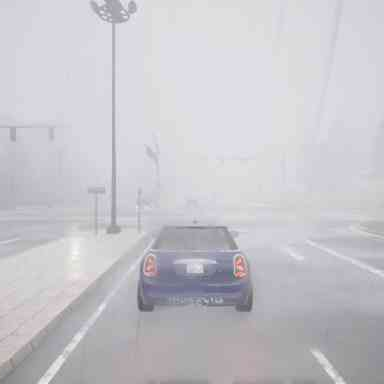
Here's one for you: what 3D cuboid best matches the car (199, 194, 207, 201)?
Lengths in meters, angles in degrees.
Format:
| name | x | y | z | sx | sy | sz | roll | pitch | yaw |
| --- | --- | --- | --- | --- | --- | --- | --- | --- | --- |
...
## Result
| name | x | y | z | sx | sy | sz | roll | pitch | yaw |
| --- | --- | --- | --- | --- | --- | --- | --- | --- | --- |
| car | 2.836 | 1.513 | 85.274 | 1.812 | 1.442 | 4.674 | 0 | 0 | -1 |

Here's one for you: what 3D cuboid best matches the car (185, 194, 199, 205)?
| name | x | y | z | sx | sy | sz | roll | pitch | yaw |
| --- | --- | --- | --- | --- | --- | --- | --- | --- | --- |
| car | -0.171 | 1.526 | 54.711 | 1.812 | 1.442 | 4.674 | 0 | 0 | -1 |

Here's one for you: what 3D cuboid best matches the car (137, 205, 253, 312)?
| name | x | y | z | sx | sy | sz | roll | pitch | yaw |
| --- | --- | --- | --- | --- | --- | --- | --- | --- | --- |
| car | 0.069 | 1.352 | 7.891 | 2.097 | 1.767 | 4.553 | 0 | 0 | 0 |

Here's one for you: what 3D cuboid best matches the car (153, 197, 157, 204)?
| name | x | y | z | sx | sy | sz | roll | pitch | yaw |
| --- | --- | --- | --- | --- | --- | --- | --- | --- | --- |
| car | -8.383 | 1.505 | 66.261 | 1.837 | 1.490 | 4.892 | 0 | 0 | 0 |

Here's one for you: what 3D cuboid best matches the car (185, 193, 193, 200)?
| name | x | y | z | sx | sy | sz | roll | pitch | yaw |
| --- | --- | --- | --- | --- | --- | --- | --- | --- | --- |
| car | -0.831 | 1.189 | 95.570 | 2.150 | 2.045 | 5.566 | 0 | 0 | -1 |

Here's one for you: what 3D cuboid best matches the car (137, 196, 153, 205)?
| name | x | y | z | sx | sy | sz | roll | pitch | yaw |
| --- | --- | --- | --- | --- | --- | --- | --- | --- | --- |
| car | -8.293 | 1.505 | 57.052 | 1.837 | 1.490 | 4.892 | 0 | 0 | -1 |

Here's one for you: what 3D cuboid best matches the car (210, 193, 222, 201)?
| name | x | y | z | sx | sy | sz | roll | pitch | yaw |
| --- | --- | --- | --- | --- | --- | --- | --- | --- | --- |
| car | 6.341 | 1.215 | 85.003 | 2.150 | 2.045 | 5.566 | 0 | 0 | -1 |

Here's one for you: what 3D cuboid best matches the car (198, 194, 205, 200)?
| name | x | y | z | sx | sy | sz | roll | pitch | yaw |
| --- | --- | --- | --- | --- | --- | --- | --- | --- | --- |
| car | 2.669 | 1.442 | 95.597 | 1.882 | 1.535 | 5.008 | 0 | 0 | -1 |
